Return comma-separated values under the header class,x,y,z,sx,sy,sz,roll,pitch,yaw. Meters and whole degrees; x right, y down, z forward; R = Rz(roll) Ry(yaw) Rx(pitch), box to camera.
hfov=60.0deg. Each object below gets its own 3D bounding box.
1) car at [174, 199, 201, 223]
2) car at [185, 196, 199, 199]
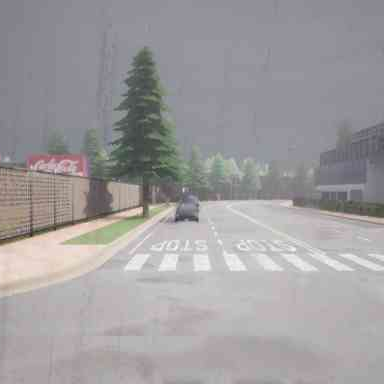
class,x,y,z,sx,sy,sz,roll,pitch,yaw
car,-0.367,1.554,25.708,2.033,1.411,5.357,0,0,0
car,-0.027,1.338,50.646,2.097,1.767,4.553,0,0,2
